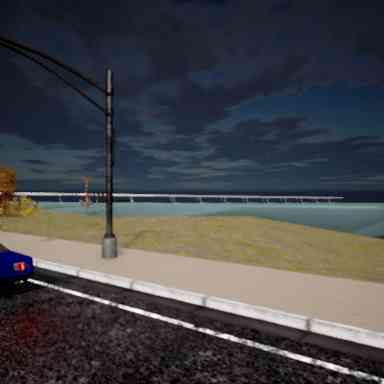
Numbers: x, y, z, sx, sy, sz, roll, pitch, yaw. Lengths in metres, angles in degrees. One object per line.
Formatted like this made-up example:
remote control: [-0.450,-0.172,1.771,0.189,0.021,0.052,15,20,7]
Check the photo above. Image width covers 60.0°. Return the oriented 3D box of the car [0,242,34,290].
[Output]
car: [-5.837,1.615,7.850,4.718,1.301,1.895,0,0,36]
